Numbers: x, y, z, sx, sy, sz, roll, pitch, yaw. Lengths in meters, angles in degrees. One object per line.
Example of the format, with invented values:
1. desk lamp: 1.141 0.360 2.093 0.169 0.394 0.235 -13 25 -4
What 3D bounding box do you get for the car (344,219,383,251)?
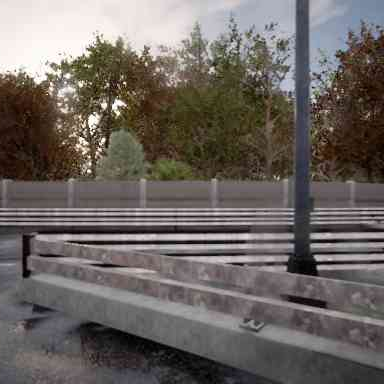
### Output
1. car: 8.791 1.547 13.085 5.357 1.411 2.033 0 0 -7
